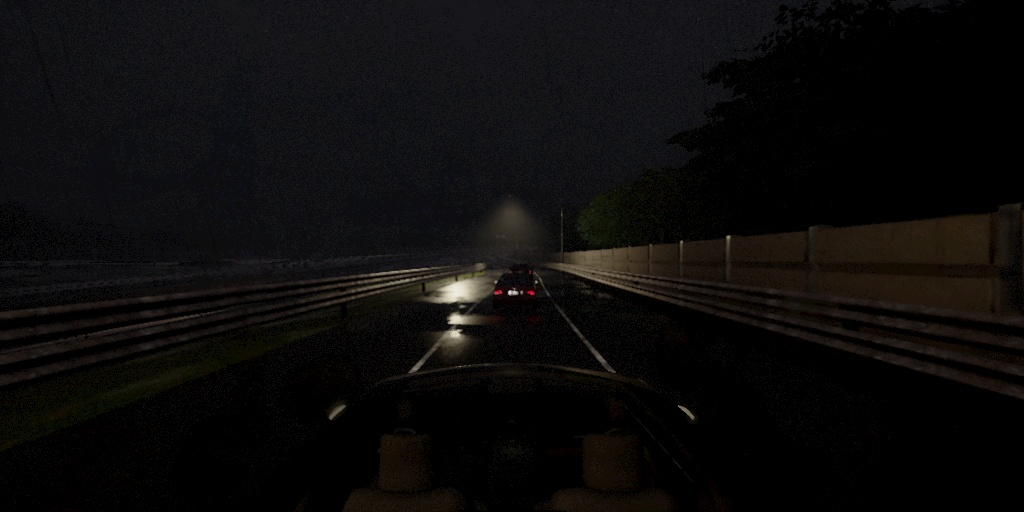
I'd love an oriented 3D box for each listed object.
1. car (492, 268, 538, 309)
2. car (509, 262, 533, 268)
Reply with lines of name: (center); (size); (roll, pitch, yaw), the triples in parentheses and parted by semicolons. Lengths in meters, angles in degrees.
car: (0.160, 1.426, 15.719); (2.033, 1.411, 5.357); (0, 0, 2)
car: (0.778, 1.367, 30.755); (2.097, 1.767, 4.553); (0, -1, 3)
